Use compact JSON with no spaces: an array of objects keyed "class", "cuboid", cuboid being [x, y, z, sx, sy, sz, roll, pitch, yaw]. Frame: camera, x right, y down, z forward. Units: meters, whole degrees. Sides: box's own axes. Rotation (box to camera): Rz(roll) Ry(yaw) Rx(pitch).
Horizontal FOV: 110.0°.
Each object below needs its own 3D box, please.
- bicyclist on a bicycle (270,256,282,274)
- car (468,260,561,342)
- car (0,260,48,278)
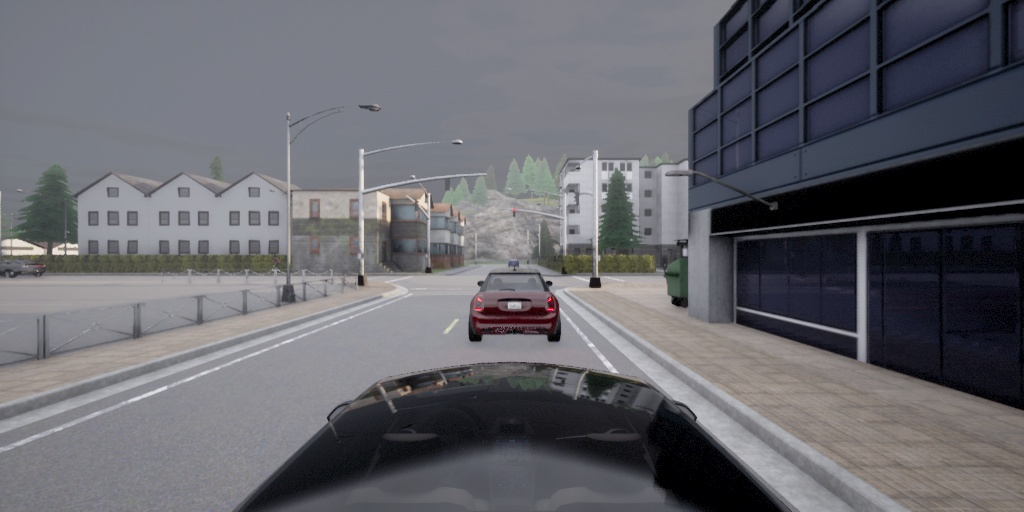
[{"class":"bicyclist on a bicycle","cuboid":[-22.226,0.859,33.760,0.582,1.620,1.656,0,0,0]},{"class":"car","cuboid":[0.081,1.098,9.928,2.097,1.767,4.553,0,0,1]},{"class":"car","cuboid":[-42.115,1.051,30.001,4.902,1.511,2.128,0,0,0]}]
